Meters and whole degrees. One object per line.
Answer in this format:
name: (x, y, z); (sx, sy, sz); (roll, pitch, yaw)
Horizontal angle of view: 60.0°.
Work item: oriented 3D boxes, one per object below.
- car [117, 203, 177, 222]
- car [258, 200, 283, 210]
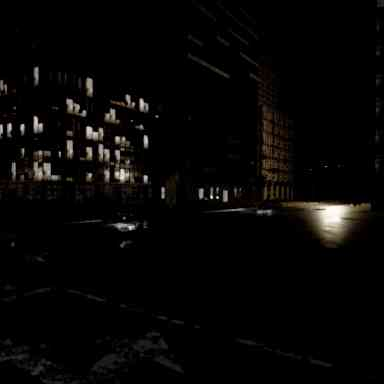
car: (-3.493, 1.612, 27.090); (2.033, 1.411, 5.357); (1, 0, 37)
car: (11.000, 1.775, 46.458); (1.895, 1.301, 4.718); (1, 0, 37)
